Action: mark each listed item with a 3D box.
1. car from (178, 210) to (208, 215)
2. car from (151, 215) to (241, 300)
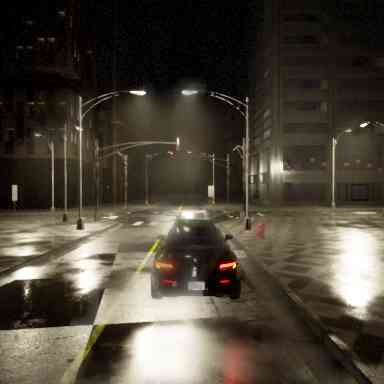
[{"bbox_3d":[0.059,1.594,17.307,1.895,1.301,4.718,0,0,0],"label":"car"},{"bbox_3d":[0.077,1.523,8.282,1.812,1.442,4.674,0,0,0],"label":"car"}]
